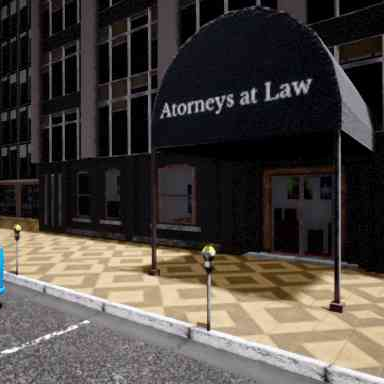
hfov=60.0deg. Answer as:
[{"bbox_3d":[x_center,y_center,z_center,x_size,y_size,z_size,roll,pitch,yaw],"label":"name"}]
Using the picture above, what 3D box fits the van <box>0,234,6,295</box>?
[{"bbox_3d":[-5.467,1.341,6.796,3.998,1.788,1.690,0,0,36],"label":"van"}]
